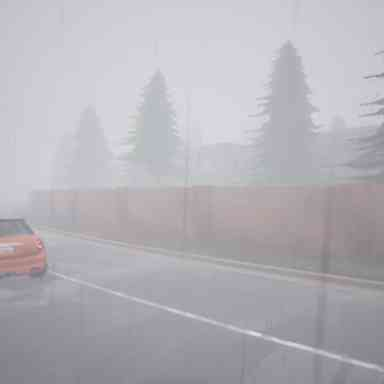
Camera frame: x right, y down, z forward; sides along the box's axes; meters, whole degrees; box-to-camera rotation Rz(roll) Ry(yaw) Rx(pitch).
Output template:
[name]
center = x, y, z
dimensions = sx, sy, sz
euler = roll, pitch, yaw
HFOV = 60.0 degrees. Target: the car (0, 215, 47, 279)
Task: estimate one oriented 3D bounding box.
[car]
center = -5.897, 1.392, 9.173
dimensions = 4.553, 1.767, 2.097
euler = 0, 0, 42
